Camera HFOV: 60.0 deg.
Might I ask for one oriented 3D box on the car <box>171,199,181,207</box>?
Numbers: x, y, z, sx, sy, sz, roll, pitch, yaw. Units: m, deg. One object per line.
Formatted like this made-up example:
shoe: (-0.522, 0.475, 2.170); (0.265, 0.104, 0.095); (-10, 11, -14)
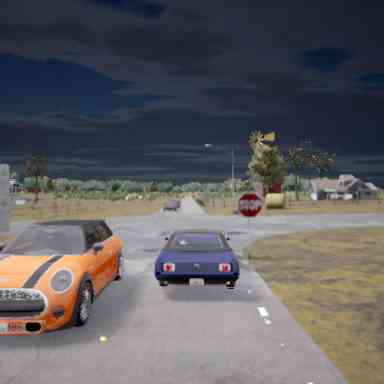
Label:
car: (-3.133, 2.204, 67.146); (1.837, 1.490, 4.892); (0, -1, 0)

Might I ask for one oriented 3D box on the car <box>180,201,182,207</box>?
car: (-3.111, 2.144, 56.759); (1.994, 1.385, 4.181); (0, -1, 1)

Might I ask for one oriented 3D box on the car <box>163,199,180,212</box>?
car: (-3.035, 1.978, 47.036); (1.837, 1.490, 4.892); (0, -1, -1)

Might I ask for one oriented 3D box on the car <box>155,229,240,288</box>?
car: (0.158, 1.691, 9.459); (1.895, 1.301, 4.718); (0, -1, 1)

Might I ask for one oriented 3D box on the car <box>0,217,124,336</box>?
car: (-2.868, 1.420, 7.126); (2.097, 1.767, 4.553); (0, -1, -1)
